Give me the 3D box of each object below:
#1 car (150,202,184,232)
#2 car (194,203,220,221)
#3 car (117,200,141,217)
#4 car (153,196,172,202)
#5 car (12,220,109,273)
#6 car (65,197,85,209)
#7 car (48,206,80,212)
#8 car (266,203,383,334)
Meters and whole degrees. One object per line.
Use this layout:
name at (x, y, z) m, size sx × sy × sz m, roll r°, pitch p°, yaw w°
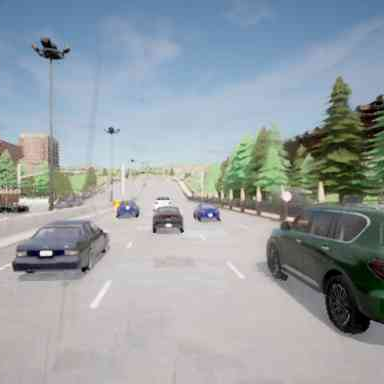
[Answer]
car at (-1.547, 1.633, 21.045) m, size 1.837 × 1.490 × 4.892 m, roll 0°, pitch 0°, yaw -6°
car at (1.221, 1.679, 28.472) m, size 1.812 × 1.442 × 4.674 m, roll 0°, pitch 0°, yaw -6°
car at (-6.365, 1.577, 33.829) m, size 2.097 × 1.767 × 4.553 m, roll 0°, pitch 0°, yaw -6°
car at (-3.613, 1.472, 41.305) m, size 2.150 × 2.045 × 5.566 m, roll 0°, pitch 0°, yaw -6°
car at (-4.002, 1.631, 11.007) m, size 2.033 × 1.411 × 5.357 m, roll 0°, pitch 0°, yaw -6°
car at (-19.220, 1.764, 55.006) m, size 2.097 × 1.767 × 4.553 m, roll 0°, pitch 0°, yaw -5°
car at (-13.745, 1.766, 35.315) m, size 2.128 × 1.511 × 4.902 m, roll 0°, pitch -1°, yaw -6°
car at (3.310, 1.242, 7.002) m, size 2.150 × 2.045 × 5.566 m, roll 0°, pitch 0°, yaw -4°
